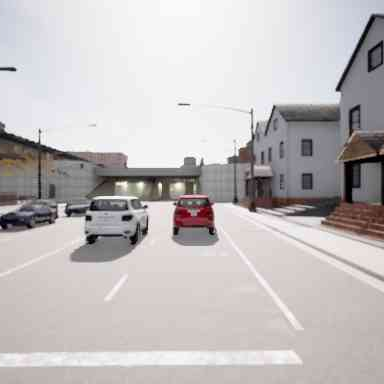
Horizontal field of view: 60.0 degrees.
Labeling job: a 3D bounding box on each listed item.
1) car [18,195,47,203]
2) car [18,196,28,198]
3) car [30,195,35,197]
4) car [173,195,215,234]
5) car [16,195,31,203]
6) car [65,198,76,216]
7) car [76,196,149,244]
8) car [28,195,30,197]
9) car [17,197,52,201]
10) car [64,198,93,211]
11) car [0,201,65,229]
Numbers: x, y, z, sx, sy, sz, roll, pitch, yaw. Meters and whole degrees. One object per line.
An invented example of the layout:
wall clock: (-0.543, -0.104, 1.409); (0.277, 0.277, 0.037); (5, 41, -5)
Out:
car: (-32.461, 1.443, 67.883); (2.038, 1.542, 4.974); (0, 0, 29)
car: (-31.698, 1.300, 57.870); (1.853, 1.218, 4.536); (0, 0, 44)
car: (-31.672, 1.450, 62.516); (2.038, 1.542, 4.974); (0, 0, -36)
car: (0.098, 1.184, 19.084); (2.150, 2.045, 5.566); (0, 0, 0)
car: (-31.704, 1.292, 62.558); (1.853, 1.218, 4.536); (0, 0, -36)
car: (-10.534, 1.524, 32.262); (2.033, 1.411, 5.357); (0, 0, 0)
car: (-3.401, 1.201, 15.901); (2.150, 2.045, 5.566); (0, 0, 0)
car: (-31.662, 1.458, 57.908); (2.038, 1.542, 4.974); (0, 0, 44)
car: (-14.044, 1.496, 30.900); (1.837, 1.490, 4.892); (0, 0, 0)
car: (-13.996, 1.478, 41.314); (1.837, 1.490, 4.892); (0, 0, 0)
car: (-10.590, 1.541, 21.972); (2.033, 1.411, 5.357); (0, 0, 0)
